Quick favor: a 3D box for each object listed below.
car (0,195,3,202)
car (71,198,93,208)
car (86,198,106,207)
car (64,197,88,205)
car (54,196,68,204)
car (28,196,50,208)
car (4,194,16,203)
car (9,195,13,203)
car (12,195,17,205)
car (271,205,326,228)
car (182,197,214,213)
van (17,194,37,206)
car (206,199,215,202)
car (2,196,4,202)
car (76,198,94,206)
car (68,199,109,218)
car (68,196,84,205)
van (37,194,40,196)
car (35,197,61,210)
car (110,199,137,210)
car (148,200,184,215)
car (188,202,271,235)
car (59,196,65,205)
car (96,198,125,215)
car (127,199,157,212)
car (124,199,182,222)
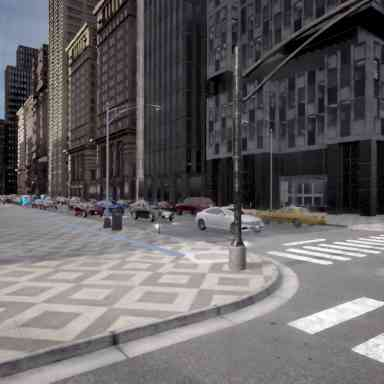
[{"bbox_3d":[-45.445,1.687,81.793,1.967,1.590,4.097,0,0,-35],"label":"car"},{"bbox_3d":[-17.326,1.650,52.189,1.837,1.490,4.892,0,-1,-35],"label":"car"},{"bbox_3d":[-15.851,1.726,54.712,1.947,1.339,4.313,0,0,-35],"label":"car"},{"bbox_3d":[-14.392,1.672,42.562,1.994,1.385,4.181,0,0,-37],"label":"car"},{"bbox_3d":[-28.789,1.666,73.006,1.967,1.590,4.097,0,0,-35],"label":"car"},{"bbox_3d":[-22.802,1.711,49.775,1.802,1.307,4.206,0,0,-35],"label":"car"},{"bbox_3d":[-38.976,1.527,72.646,2.192,1.841,5.009,0,0,-35],"label":"car"},{"bbox_3d":[-35.741,1.777,68.071,1.802,1.307,4.206,0,0,-35],"label":"car"},{"bbox_3d":[-32.408,1.703,63.359,1.752,1.417,4.829,0,0,-35],"label":"car"},{"bbox_3d":[6.692,1.578,22.836,1.752,1.417,4.829,0,0,-35],"label":"car"},{"bbox_3d":[0.321,1.397,31.844,2.192,1.841,5.009,0,0,-35],"label":"car"},{"bbox_3d":[-29.272,1.503,58.924,1.690,1.788,3.998,0,0,-35],"label":"van"},{"bbox_3d":[3.457,1.593,27.409,1.752,1.417,4.829,0,0,-35],"label":"car"},{"bbox_3d":[-42.211,1.812,77.219,1.802,1.307,4.206,0,0,-35],"label":"car"},{"bbox_3d":[-19.086,1.758,59.285,1.802,1.307,4.206,0,0,-35],"label":"car"},{"bbox_3d":[-9.864,1.611,31.481,1.887,1.381,4.507,0,0,-35],"label":"car"},{"bbox_3d":[-22.320,1.633,63.859,1.967,1.590,4.097,0,0,-35],"label":"car"},{"bbox_3d":[-38.494,1.619,86.727,1.690,1.788,3.998,0,0,-35],"label":"van"},{"bbox_3d":[-19.568,1.695,45.202,1.802,1.307,4.206,0,0,-35],"label":"car"},{"bbox_3d":[-9.383,1.679,45.565,2.008,1.369,4.403,0,0,-35],"label":"car"},{"bbox_3d":[-2.913,1.642,36.417,1.887,1.381,4.507,0,0,-35],"label":"car"},{"bbox_3d":[2.023,1.557,19.251,1.812,1.442,4.674,0,0,-37],"label":"car"},{"bbox_3d":[-23.472,1.779,60.878,1.895,1.301,4.718,0,0,-36],"label":"car"},{"bbox_3d":[-8.705,1.559,34.473,1.882,1.535,5.008,0,0,-35],"label":"car"},{"bbox_3d":[-6.246,1.638,41.130,1.752,1.417,4.829,0,0,-35],"label":"car"},{"bbox_3d":[-3.262,1.547,26.764,2.128,1.511,4.902,0,0,-35],"label":"car"}]
